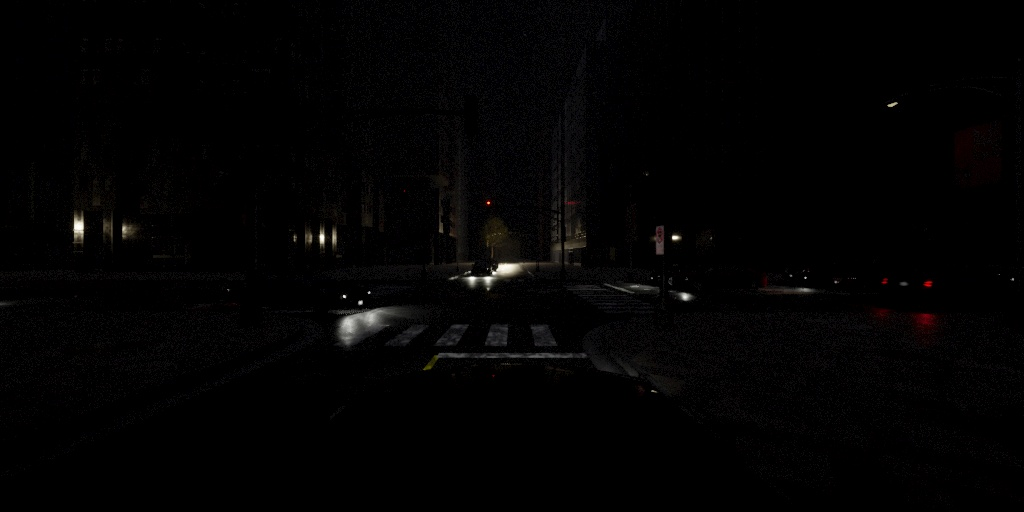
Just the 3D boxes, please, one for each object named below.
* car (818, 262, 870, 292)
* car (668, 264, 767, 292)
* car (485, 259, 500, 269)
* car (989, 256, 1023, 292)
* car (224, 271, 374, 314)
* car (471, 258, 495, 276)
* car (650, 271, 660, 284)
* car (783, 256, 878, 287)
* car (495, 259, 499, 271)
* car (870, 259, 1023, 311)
[{"bbox_3d":[21.331,1.262,20.894,4.902,1.511,2.128,0,0,0],"label":"car"},{"bbox_3d":[12.007,1.237,20.937,5.008,1.535,1.882,0,0,1],"label":"car"},{"bbox_3d":[-3.125,1.241,57.209,2.128,1.511,4.902,0,0,0],"label":"car"},{"bbox_3d":[31.944,1.007,20.845,5.566,2.045,2.150,0,0,0],"label":"car"},{"bbox_3d":[-8.067,1.301,13.580,5.357,1.411,2.033,0,0,13],"label":"car"},{"bbox_3d":[-3.101,1.227,37.513,1.882,1.535,5.008,0,0,1],"label":"car"},{"bbox_3d":[11.854,1.258,24.194,4.892,1.490,1.837,0,0,-1],"label":"car"},{"bbox_3d":[21.585,0.986,24.129,5.566,2.045,2.150,0,0,1],"label":"car"},{"bbox_3d":[-3.115,1.101,47.293,2.097,1.767,4.553,0,0,0],"label":"car"},{"bbox_3d":[17.643,1.129,14.208,4.553,1.767,2.097,0,0,0],"label":"car"}]
